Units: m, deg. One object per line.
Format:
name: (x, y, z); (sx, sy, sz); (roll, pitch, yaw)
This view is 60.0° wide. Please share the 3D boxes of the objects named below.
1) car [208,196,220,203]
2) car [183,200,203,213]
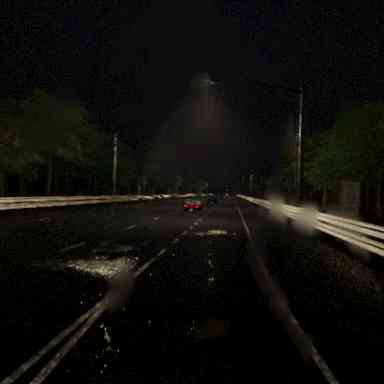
car: (4.897, 1.729, 77.361); (1.994, 1.385, 4.181); (2, 0, 7)
car: (0.211, 1.603, 38.014); (1.895, 1.301, 4.718); (2, 0, 7)
